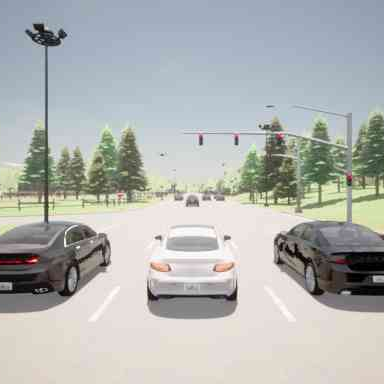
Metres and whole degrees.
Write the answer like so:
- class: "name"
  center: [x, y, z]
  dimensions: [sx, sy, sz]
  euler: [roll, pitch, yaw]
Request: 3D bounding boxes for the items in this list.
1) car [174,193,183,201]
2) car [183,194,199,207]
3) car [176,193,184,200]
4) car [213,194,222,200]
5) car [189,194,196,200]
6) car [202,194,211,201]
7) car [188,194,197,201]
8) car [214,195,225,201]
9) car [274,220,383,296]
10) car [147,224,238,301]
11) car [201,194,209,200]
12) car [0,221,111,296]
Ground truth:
- class: "car"
  center: [-3.375, 1.543, 83.114]
  dimensions: [1.994, 1.385, 4.181]
  euler: [0, 0, 0]
- class: "car"
  center: [0.078, 1.352, 52.083]
  dimensions: [2.097, 1.767, 4.553]
  euler: [0, 0, 0]
- class: "car"
  center: [-3.360, 1.187, 93.121]
  dimensions: [2.097, 1.767, 4.553]
  euler: [0, 0, 0]
- class: "car"
  center: [7.140, 1.384, 93.135]
  dimensions: [1.994, 1.385, 4.181]
  euler: [0, 0, 0]
- class: "car"
  center: [0.140, 1.332, 93.146]
  dimensions: [1.837, 1.490, 4.892]
  euler: [0, 0, 0]
- class: "car"
  center: [3.625, 1.347, 83.107]
  dimensions: [2.097, 1.767, 4.553]
  euler: [0, 0, 0]
- class: "car"
  center: [0.125, 1.347, 83.112]
  dimensions: [2.097, 1.767, 4.553]
  euler: [0, 0, 0]
- class: "car"
  center: [7.124, 1.516, 82.715]
  dimensions: [2.128, 1.511, 4.902]
  euler: [0, 0, 0]
- class: "car"
  center: [3.525, 1.478, 8.700]
  dimensions: [1.882, 1.535, 5.008]
  euler: [0, 0, 0]
- class: "car"
  center: [0.019, 1.526, 8.209]
  dimensions: [1.812, 1.442, 4.674]
  euler: [0, 0, 0]
- class: "car"
  center: [3.640, 1.372, 93.140]
  dimensions: [2.033, 1.411, 5.357]
  euler: [0, 0, 0]
- class: "car"
  center: [-3.477, 1.505, 8.605]
  dimensions: [1.837, 1.490, 4.892]
  euler: [0, 0, 0]
